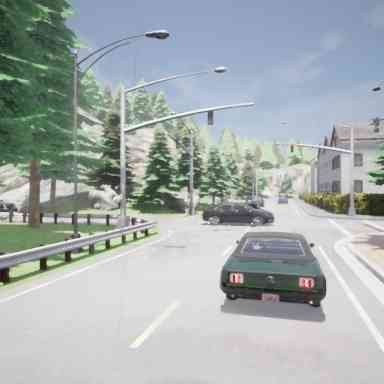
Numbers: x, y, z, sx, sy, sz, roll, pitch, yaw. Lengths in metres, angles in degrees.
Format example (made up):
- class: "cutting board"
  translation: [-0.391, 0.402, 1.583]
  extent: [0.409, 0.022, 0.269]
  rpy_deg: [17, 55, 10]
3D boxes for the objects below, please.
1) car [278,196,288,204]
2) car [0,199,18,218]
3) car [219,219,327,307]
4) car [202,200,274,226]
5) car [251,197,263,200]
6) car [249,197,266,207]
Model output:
- class: "car"
  translation: [17.362, 1.545, 63.527]
  extent: [2.033, 1.411, 5.357]
  rpy_deg: [0, 0, 16]
- class: "car"
  translation: [-17.658, 1.238, 28.346]
  extent: [5.566, 2.045, 2.150]
  rpy_deg: [0, 0, 15]
- class: "car"
  translation: [1.986, 1.601, 8.067]
  extent: [1.895, 1.301, 4.718]
  rpy_deg: [0, 0, 15]
- class: "car"
  translation: [3.114, 1.513, 22.730]
  extent: [4.892, 1.490, 1.837]
  rpy_deg: [0, 0, 15]
- class: "car"
  translation: [7.332, 1.599, 41.207]
  extent: [1.895, 1.301, 4.718]
  rpy_deg: [0, 0, 16]
- class: "car"
  translation: [10.072, 1.490, 51.024]
  extent: [2.128, 1.511, 4.902]
  rpy_deg: [0, 0, 16]
